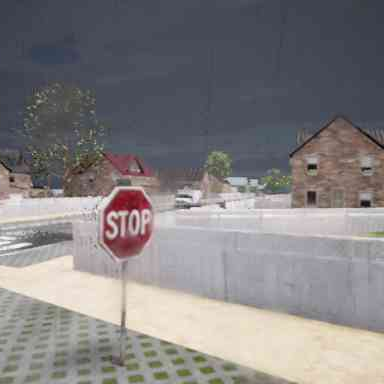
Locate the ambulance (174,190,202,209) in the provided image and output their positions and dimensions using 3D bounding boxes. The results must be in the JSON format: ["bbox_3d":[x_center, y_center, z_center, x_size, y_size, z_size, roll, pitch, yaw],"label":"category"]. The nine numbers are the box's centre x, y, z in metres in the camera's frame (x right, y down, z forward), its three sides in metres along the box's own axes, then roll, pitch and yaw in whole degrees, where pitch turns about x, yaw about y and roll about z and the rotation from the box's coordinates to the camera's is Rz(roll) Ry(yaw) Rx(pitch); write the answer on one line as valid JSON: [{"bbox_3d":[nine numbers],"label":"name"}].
[{"bbox_3d":[-0.530,0.998,46.128,2.351,2.431,6.366,2,1,18],"label":"ambulance"}]
